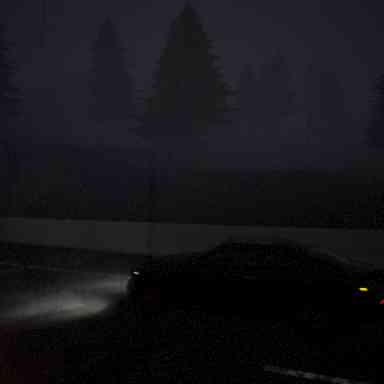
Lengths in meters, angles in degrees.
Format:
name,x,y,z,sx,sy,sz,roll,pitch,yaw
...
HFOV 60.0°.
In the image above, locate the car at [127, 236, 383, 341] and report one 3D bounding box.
name,x,y,z,sx,sy,sz,roll,pitch,yaw
car,1.009,1.592,6.395,4.674,1.442,1.812,0,0,21
